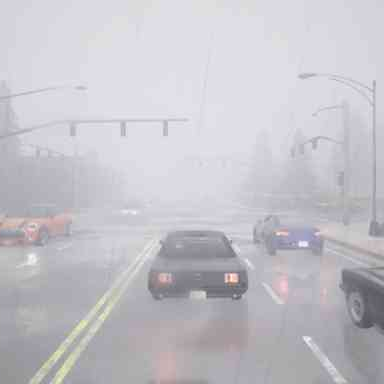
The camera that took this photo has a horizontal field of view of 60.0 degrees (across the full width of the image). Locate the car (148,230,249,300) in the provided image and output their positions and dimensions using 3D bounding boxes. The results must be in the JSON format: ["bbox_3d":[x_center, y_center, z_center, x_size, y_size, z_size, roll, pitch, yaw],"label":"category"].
[{"bbox_3d":[0.100,1.601,8.320,1.895,1.301,4.718,0,0,0],"label":"car"}]

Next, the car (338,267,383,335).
[{"bbox_3d":[3.614,1.601,4.008,1.895,1.301,4.718,0,0,0],"label":"car"}]

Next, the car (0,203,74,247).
[{"bbox_3d":[-7.036,1.352,14.950,2.097,1.767,4.553,0,0,0],"label":"car"}]

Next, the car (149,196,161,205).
[{"bbox_3d":[-6.801,1.525,60.645,1.812,1.442,4.674,0,0,1],"label":"car"}]

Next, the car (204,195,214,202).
[{"bbox_3d":[3.840,1.354,74.996,2.097,1.767,4.553,0,0,0],"label":"car"}]

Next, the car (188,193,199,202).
[{"bbox_3d":[0.336,1.224,74.891,2.150,2.045,5.566,0,0,0],"label":"car"}]

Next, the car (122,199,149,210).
[{"bbox_3d":[-7.339,1.564,42.246,1.994,1.385,4.181,0,0,9],"label":"car"}]

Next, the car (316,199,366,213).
[{"bbox_3d":[16.084,1.477,36.090,5.008,1.535,1.882,0,0,0],"label":"car"}]

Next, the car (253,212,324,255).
[{"bbox_3d":[3.638,1.526,13.111,1.812,1.442,4.674,0,0,0],"label":"car"}]
